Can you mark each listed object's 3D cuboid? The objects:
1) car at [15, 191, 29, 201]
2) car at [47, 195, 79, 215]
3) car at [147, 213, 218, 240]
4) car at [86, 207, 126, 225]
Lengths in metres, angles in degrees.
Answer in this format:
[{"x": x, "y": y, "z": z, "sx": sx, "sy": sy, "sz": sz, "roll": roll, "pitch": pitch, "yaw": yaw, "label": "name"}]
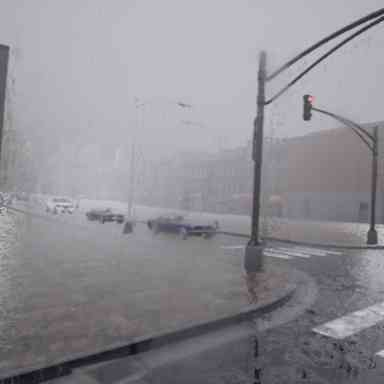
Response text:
[{"x": -39.814, "y": 1.320, "z": 78.452, "sx": 1.812, "sy": 1.442, "sz": 4.674, "roll": 5, "pitch": -1, "yaw": -36, "label": "car"}, {"x": -16.029, "y": 1.645, "z": 40.398, "sx": 2.150, "sy": 2.045, "sz": 5.566, "roll": 5, "pitch": -2, "yaw": -35, "label": "car"}, {"x": -0.636, "y": 1.912, "z": 18.870, "sx": 1.895, "sy": 1.301, "sz": 4.718, "roll": 5, "pitch": -3, "yaw": -36, "label": "car"}, {"x": -7.358, "y": 2.001, "z": 28.231, "sx": 1.895, "sy": 1.301, "sz": 4.718, "roll": 5, "pitch": -3, "yaw": -35, "label": "car"}]
